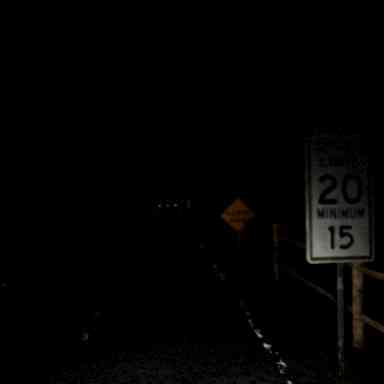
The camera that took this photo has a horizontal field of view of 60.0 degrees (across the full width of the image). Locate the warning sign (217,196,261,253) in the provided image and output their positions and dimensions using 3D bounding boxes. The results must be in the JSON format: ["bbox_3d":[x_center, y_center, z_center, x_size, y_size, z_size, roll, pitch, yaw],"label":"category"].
[{"bbox_3d":[1.631,1.090,11.699,1.300,1.860,1.060,-1,0,-4],"label":"warning sign"}]

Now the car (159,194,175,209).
[{"bbox_3d":[-3.588,1.276,48.156,2.150,2.045,5.566,-1,0,-4],"label":"car"}]

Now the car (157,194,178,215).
[{"bbox_3d":[-2.565,1.393,35.021,2.097,1.767,4.553,-1,0,-5],"label":"car"}]

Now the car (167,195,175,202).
[{"bbox_3d":[-5.221,1.593,81.376,1.812,1.442,4.674,-1,0,-4],"label":"car"}]
